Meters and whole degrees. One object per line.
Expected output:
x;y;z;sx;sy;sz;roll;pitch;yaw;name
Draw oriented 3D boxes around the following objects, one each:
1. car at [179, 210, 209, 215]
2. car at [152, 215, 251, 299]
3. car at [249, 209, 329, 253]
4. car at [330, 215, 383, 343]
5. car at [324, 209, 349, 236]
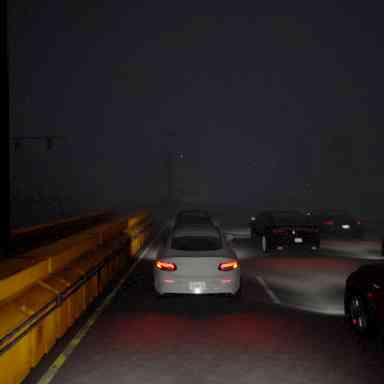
0.086;1.601;17.426;1.895;1.301;4.718;0;0;0;car
0.093;1.526;8.304;1.812;1.442;4.674;0;0;0;car
3.589;1.478;13.700;1.882;1.535;5.008;0;0;0;car
3.594;1.352;3.739;2.097;1.767;4.553;0;0;0;car
7.085;1.564;17.315;1.994;1.385;4.181;0;0;0;car
